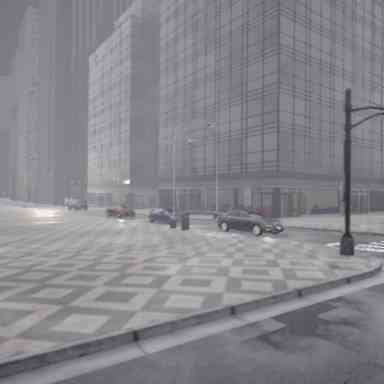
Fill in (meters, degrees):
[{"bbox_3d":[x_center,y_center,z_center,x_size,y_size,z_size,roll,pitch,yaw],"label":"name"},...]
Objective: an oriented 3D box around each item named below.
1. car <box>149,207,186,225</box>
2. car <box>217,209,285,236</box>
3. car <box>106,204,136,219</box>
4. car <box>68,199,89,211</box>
[{"bbox_3d":[-2.157,2.076,29.357,1.812,1.442,4.674,1,-1,-36],"label":"car"},{"bbox_3d":[3.659,1.904,21.321,1.837,1.490,4.892,1,-1,-36],"label":"car"},{"bbox_3d":[-8.094,2.182,37.552,1.882,1.535,5.008,1,-1,-36],"label":"car"},{"bbox_3d":[-20.582,2.368,60.230,2.150,2.045,5.566,1,-1,-37],"label":"car"}]
